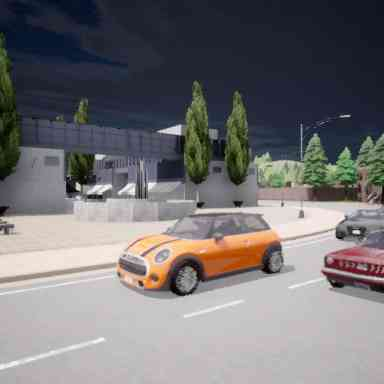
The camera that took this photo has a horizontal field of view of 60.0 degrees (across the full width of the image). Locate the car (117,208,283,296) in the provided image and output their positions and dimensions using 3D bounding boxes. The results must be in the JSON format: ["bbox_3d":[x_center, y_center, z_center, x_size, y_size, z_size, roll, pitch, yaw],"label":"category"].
[{"bbox_3d":[0.353,1.351,8.822,4.553,1.767,2.097,0,0,-38],"label":"car"}]

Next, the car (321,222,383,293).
[{"bbox_3d":[5.152,1.601,8.161,4.718,1.301,1.895,0,0,-40],"label":"car"}]

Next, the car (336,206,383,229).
[{"bbox_3d":[8.447,1.563,15.982,1.994,1.385,4.181,0,0,41],"label":"car"}]
